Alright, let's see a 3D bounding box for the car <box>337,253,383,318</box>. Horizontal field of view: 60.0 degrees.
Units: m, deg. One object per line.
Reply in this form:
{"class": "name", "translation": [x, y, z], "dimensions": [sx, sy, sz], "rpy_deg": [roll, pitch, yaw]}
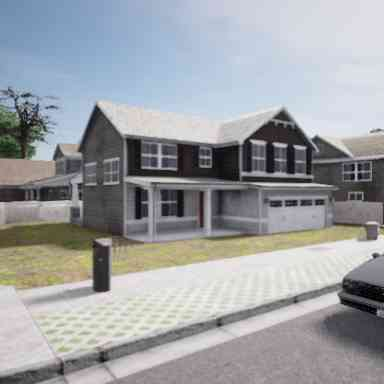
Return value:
{"class": "car", "translation": [5.233, 1.549, 6.806], "dimensions": [5.357, 1.411, 2.033], "rpy_deg": [0, 0, -36]}
